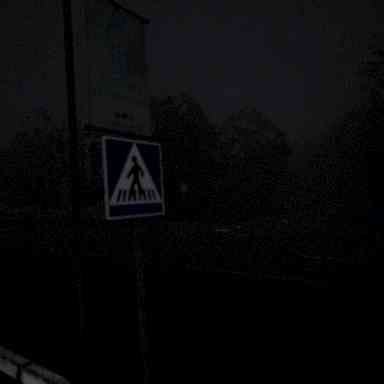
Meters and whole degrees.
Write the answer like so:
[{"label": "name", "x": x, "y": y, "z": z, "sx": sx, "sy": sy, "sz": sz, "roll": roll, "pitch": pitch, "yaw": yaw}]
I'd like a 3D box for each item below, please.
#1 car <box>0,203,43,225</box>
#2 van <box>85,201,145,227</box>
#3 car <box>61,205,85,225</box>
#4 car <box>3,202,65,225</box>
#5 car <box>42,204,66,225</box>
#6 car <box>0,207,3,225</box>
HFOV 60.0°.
[{"label": "car", "x": -19.357, "y": 2.344, "z": 35.839, "sx": 2.435, "sy": 2.045, "sz": 5.566, "roll": -4, "pitch": -2, "yaw": 35}, {"label": "van", "x": -5.767, "y": 1.642, "z": 26.269, "sx": 1.878, "sy": 1.987, "sz": 4.442, "roll": -3, "pitch": -1, "yaw": 35}, {"label": "car", "x": -7.876, "y": 1.967, "z": 28.112, "sx": 1.946, "sy": 1.575, "sz": 5.366, "roll": -3, "pitch": -1, "yaw": 35}, {"label": "car", "x": -14.871, "y": 2.074, "z": 32.735, "sx": 2.435, "sy": 2.045, "sz": 5.566, "roll": -3, "pitch": -2, "yaw": 35}, {"label": "car", "x": -10.055, "y": 2.072, "z": 29.635, "sx": 1.946, "sy": 1.575, "sz": 5.366, "roll": -3, "pitch": -1, "yaw": 35}, {"label": "car", "x": -17.141, "y": 2.462, "z": 34.335, "sx": 2.231, "sy": 1.521, "sz": 4.892, "roll": -3, "pitch": -2, "yaw": 35}]
